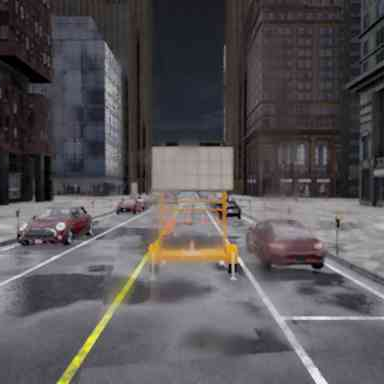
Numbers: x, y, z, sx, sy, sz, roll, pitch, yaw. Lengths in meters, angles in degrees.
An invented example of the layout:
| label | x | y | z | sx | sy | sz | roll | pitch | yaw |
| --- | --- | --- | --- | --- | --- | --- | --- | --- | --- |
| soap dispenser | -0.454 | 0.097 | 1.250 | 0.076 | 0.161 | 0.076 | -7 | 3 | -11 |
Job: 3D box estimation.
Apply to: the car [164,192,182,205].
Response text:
| label | x | y | z | sx | sy | sz | roll | pitch | yaw |
| --- | --- | --- | --- | --- | --- | --- | --- | --- | --- |
| car | -2.974 | 1.071 | 49.290 | 2.128 | 1.511 | 4.902 | 0 | 0 | 1 |

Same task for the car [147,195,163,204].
| label | x | y | z | sx | sy | sz | roll | pitch | yaw |
| --- | --- | --- | --- | --- | --- | --- | --- | --- | --- |
| car | -5.717 | 1.117 | 52.106 | 1.947 | 1.339 | 4.313 | -1 | 1 | 0 |

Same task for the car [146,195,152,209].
| label | x | y | z | sx | sy | sz | roll | pitch | yaw |
| --- | --- | --- | --- | --- | --- | --- | --- | --- | --- |
| car | -5.734 | 1.285 | 35.972 | 1.802 | 1.307 | 4.206 | -1 | 1 | 0 |

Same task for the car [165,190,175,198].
| label | x | y | z | sx | sy | sz | roll | pitch | yaw |
| --- | --- | --- | --- | --- | --- | --- | --- | --- | --- |
| car | -5.684 | 0.524 | 84.752 | 2.192 | 1.841 | 5.009 | -1 | 1 | 0 |

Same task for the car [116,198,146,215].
| label | x | y | z | sx | sy | sz | roll | pitch | yaw |
| --- | --- | --- | --- | --- | --- | --- | --- | --- | --- |
| car | -5.741 | 1.294 | 30.595 | 1.887 | 1.381 | 4.507 | -1 | 0 | 0 |

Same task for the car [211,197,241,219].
| label | x | y | z | sx | sy | sz | roll | pitch | yaw |
| --- | --- | --- | --- | --- | --- | --- | --- | --- | --- |
| car | 2.780 | 1.355 | 26.082 | 1.947 | 1.339 | 4.313 | -1 | 1 | 0 |

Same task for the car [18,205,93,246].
| label | x | y | z | sx | sy | sz | roll | pitch | yaw |
| --- | --- | --- | --- | --- | --- | --- | --- | --- | --- |
| car | -5.759 | 1.324 | 14.460 | 1.967 | 1.590 | 4.097 | -1 | 0 | 0 |

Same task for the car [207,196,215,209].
| label | x | y | z | sx | sy | sz | roll | pitch | yaw |
| --- | --- | --- | --- | --- | --- | --- | --- | --- | --- |
| car | 2.786 | 1.310 | 31.286 | 1.947 | 1.339 | 4.313 | -1 | 1 | 0 |

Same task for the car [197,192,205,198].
| label | x | y | z | sx | sy | sz | roll | pitch | yaw |
| --- | --- | --- | --- | --- | --- | --- | --- | --- | --- |
| car | 2.838 | 0.796 | 79.244 | 1.752 | 1.417 | 4.829 | -1 | 1 | 0 |

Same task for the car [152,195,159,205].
| label | x | y | z | sx | sy | sz | roll | pitch | yaw |
| --- | --- | --- | --- | --- | --- | --- | --- | --- | --- |
| car | -5.723 | 1.154 | 46.727 | 2.008 | 1.369 | 4.403 | -1 | 1 | 0 |

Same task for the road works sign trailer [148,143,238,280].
| label | x | y | z | sx | sy | sz | roll | pitch | yaw |
| --- | --- | --- | --- | --- | --- | --- | --- | --- | --- |
| road works sign trailer | 0.020 | 0.387 | 9.654 | 2.380 | 3.560 | 2.880 | 0 | 0 | 0 |

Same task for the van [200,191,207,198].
| label | x | y | z | sx | sy | sz | roll | pitch | yaw |
| --- | --- | --- | --- | --- | --- | --- | --- | --- | --- |
| van | 2.841 | 0.550 | 84.752 | 1.690 | 1.788 | 3.998 | -1 | 1 | 0 |

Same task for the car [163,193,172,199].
| label | x | y | z | sx | sy | sz | roll | pitch | yaw |
| --- | --- | --- | --- | --- | --- | --- | --- | --- | --- |
| car | -5.687 | 0.854 | 79.075 | 1.802 | 1.307 | 4.206 | -1 | 1 | 0 |

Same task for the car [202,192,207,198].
| label | x | y | z | sx | sy | sz | roll | pitch | yaw |
| --- | --- | --- | --- | --- | --- | --- | --- | --- | --- |
| car | 2.802 | 1.126 | 47.063 | 1.752 | 1.417 | 4.829 | -1 | 1 | 0 |

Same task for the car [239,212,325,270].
| label | x | y | z | sx | sy | sz | roll | pitch | yaw |
| --- | --- | --- | --- | --- | --- | --- | --- | --- | --- |
| car | 2.764 | 1.498 | 10.475 | 1.802 | 1.307 | 4.206 | -1 | 0 | 0 |

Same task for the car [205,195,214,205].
| label | x | y | z | sx | sy | sz | roll | pitch | yaw |
| --- | --- | --- | --- | --- | --- | --- | --- | --- | --- |
| car | 2.791 | 1.249 | 36.487 | 2.008 | 1.369 | 4.403 | -1 | 1 | 0 |
